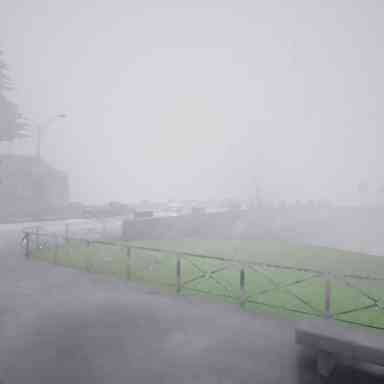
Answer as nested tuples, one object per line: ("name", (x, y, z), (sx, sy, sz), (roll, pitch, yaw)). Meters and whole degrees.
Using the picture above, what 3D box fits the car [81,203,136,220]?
("car", (-7.123, 1.601, 28.598), (1.895, 1.301, 4.718), (0, 0, 35))

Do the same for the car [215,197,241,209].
("car", (4.901, 1.491, 45.437), (2.128, 1.511, 4.902), (0, 0, 36))

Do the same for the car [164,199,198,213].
("car", (-1.156, 1.526, 36.961), (1.812, 1.442, 4.674), (0, 0, 35))

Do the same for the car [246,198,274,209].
("car", (9.035, 1.547, 44.033), (2.033, 1.411, 5.357), (0, 0, 35))
